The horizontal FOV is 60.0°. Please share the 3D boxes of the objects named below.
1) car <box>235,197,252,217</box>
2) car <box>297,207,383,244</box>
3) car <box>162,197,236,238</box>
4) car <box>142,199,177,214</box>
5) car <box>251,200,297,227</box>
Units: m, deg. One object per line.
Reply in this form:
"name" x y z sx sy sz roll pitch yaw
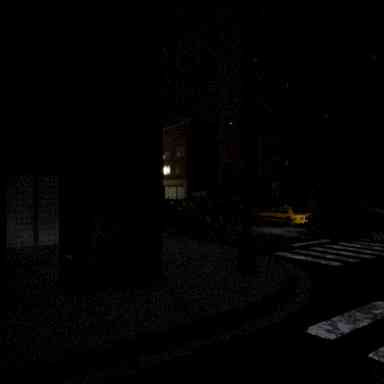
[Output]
"car" 2.971 1.312 27.184 2.192 1.841 5.009 0 0 -35
"car" 7.857 1.477 15.928 1.882 1.535 5.008 0 0 -35
"car" -0.284 1.284 17.912 2.192 1.841 5.009 0 0 -35
"car" -3.611 1.529 36.441 1.887 1.381 4.507 0 0 -35
"car" 6.162 1.529 22.694 1.752 1.417 4.829 0 0 -35
